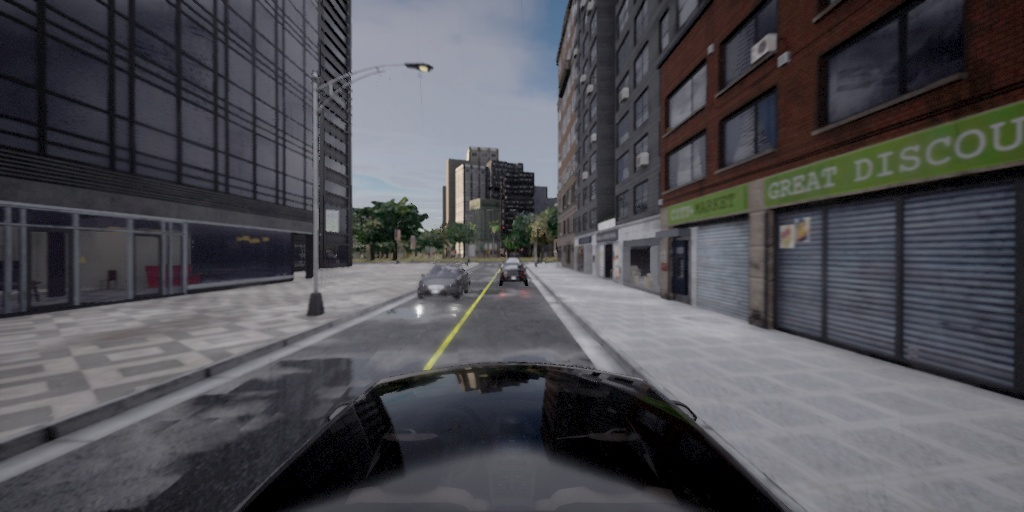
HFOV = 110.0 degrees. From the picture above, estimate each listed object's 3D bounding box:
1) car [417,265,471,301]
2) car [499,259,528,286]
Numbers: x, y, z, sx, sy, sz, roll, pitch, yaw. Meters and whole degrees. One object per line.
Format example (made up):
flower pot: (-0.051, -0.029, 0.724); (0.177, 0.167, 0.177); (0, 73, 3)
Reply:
car: (-3.094, 1.176, 17.017); (2.128, 1.511, 4.902); (0, 0, 0)
car: (0.105, 1.149, 24.025); (1.812, 1.442, 4.674); (0, 0, 0)
